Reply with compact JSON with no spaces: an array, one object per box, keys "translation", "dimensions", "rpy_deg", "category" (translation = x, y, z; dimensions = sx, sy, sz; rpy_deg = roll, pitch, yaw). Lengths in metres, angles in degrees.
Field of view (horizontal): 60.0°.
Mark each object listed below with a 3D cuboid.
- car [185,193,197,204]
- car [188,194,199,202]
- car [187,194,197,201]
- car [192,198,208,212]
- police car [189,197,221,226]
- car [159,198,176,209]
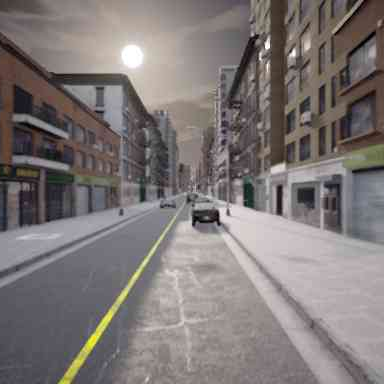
[{"translation":[0.026,1.134,59.890],"dimensions":[2.150,2.045,5.566],"rpy_deg":[0,0,0],"category":"car"},{"translation":[0.914,1.317,33.095],"dimensions":[2.097,1.767,4.553],"rpy_deg":[0,0,0],"category":"car"},{"translation":[0.032,1.270,74.861],"dimensions":[2.128,1.511,4.902],"rpy_deg":[0,0,0],"category":"car"},{"translation":[0.917,1.483,39.124],"dimensions":[1.812,1.442,4.674],"rpy_deg":[0,0,0],"category":"car"},{"translation":[0.911,1.404,23.234],"dimensions":[1.930,1.638,5.238],"rpy_deg":[0,0,0],"category":"police car"},{"translation":[-3.065,1.514,43.336],"dimensions":[1.994,1.385,4.181],"rpy_deg":[0,0,0],"category":"car"}]
